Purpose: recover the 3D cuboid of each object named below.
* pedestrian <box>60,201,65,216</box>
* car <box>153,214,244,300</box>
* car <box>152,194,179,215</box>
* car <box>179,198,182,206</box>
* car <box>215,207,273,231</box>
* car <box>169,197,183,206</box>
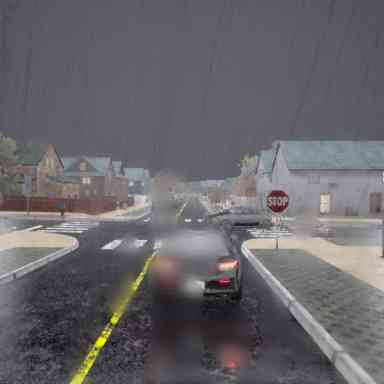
[{"bbox_3d":[-9.620,1.242,24.741,0.500,1.100,0.500,0,0,1],"label":"pedestrian"},{"bbox_3d":[0.175,1.523,8.303,1.812,1.442,4.674,0,0,2],"label":"car"},{"bbox_3d":[-2.771,1.213,34.057,2.150,2.045,5.566,0,0,0],"label":"car"},{"bbox_3d":[-2.726,1.551,43.973,1.994,1.385,4.181,0,0,1],"label":"car"},{"bbox_3d":[2.824,1.629,20.401,4.181,1.385,1.994,1,1,-18],"label":"car"},{"bbox_3d":[-2.683,1.542,55.964,1.994,1.385,4.181,0,0,1],"label":"car"}]
